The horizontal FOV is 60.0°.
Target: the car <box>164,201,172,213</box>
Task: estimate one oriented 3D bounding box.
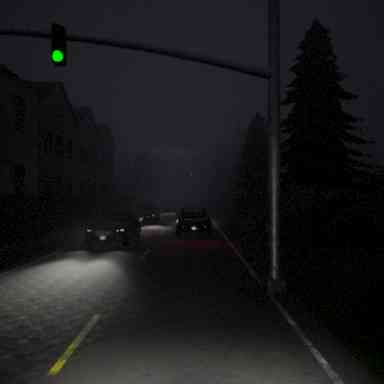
[{"bbox_3d":[-3.508,1.839,42.057,1.812,1.442,4.674,0,0,0],"label":"car"}]

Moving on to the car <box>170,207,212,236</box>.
[{"bbox_3d":[0.097,1.618,19.042,2.128,1.511,4.902,0,0,0],"label":"car"}]

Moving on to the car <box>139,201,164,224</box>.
[{"bbox_3d":[-3.592,1.677,26.284,1.837,1.490,4.892,0,0,0],"label":"car"}]

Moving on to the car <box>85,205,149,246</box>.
[{"bbox_3d":[-3.595,1.597,15.843,2.128,1.511,4.902,0,0,0],"label":"car"}]
